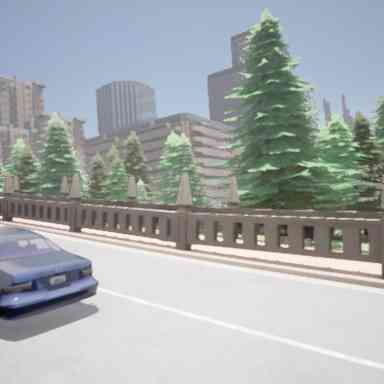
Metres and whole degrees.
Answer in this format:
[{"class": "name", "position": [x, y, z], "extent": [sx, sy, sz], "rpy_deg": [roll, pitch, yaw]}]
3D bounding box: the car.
[{"class": "car", "position": [-4.298, 1.459, 7.058], "extent": [5.357, 1.411, 2.033], "rpy_deg": [2, 1, 35]}]
